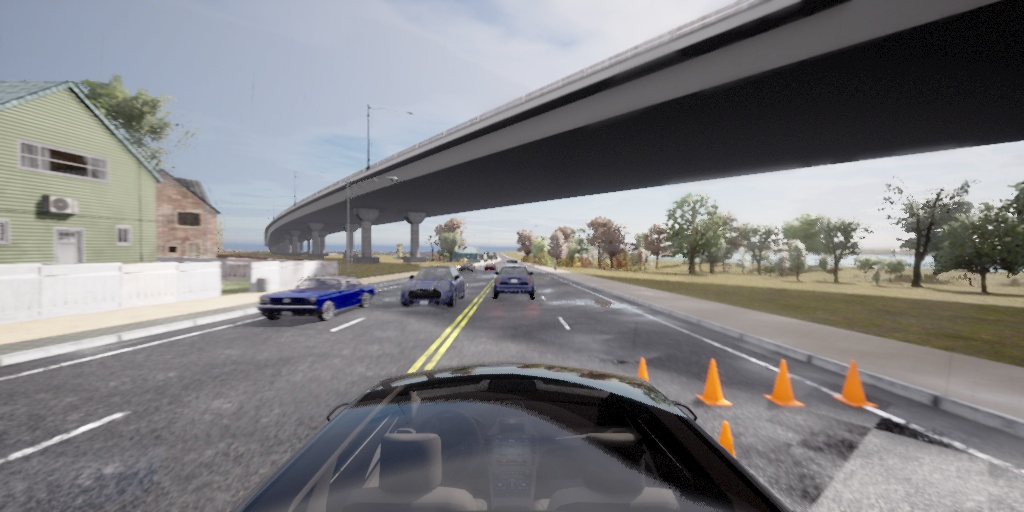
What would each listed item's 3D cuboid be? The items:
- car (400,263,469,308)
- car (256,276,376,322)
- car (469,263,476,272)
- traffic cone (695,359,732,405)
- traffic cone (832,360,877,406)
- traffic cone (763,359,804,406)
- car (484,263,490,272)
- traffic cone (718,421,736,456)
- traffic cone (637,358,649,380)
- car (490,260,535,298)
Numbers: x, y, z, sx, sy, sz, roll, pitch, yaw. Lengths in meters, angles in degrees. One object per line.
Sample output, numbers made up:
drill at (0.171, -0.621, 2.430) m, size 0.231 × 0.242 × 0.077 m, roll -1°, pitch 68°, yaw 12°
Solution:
car at (-3.343, 1.204, 15.915) m, size 2.097 × 1.767 × 4.553 m, roll 1°, pitch -1°, yaw 0°
car at (-6.597, 1.394, 12.706) m, size 1.895 × 1.301 × 4.718 m, roll 1°, pitch -1°, yaw 0°
car at (-6.677, 1.741, 55.066) m, size 2.033 × 1.411 × 5.357 m, roll 0°, pitch -1°, yaw 0°
traffic cone at (2.863, 1.763, 5.111) m, size 0.340 × 0.580 × 0.340 m, roll 0°, pitch 0°, yaw 0°
traffic cone at (4.861, 1.780, 5.103) m, size 0.340 × 0.580 × 0.340 m, roll 0°, pitch 0°, yaw 0°
traffic cone at (3.861, 1.771, 5.107) m, size 0.340 × 0.580 × 0.340 m, roll 0°, pitch 0°, yaw 0°
car at (-3.441, 1.843, 57.123) m, size 1.895 × 1.301 × 4.718 m, roll 0°, pitch -1°, yaw 0°
traffic cone at (1.854, 1.735, 3.116) m, size 0.340 × 0.580 × 0.340 m, roll 0°, pitch 0°, yaw 0°
traffic cone at (1.862, 1.754, 5.115) m, size 0.340 × 0.580 × 0.340 m, roll 0°, pitch 0°, yaw 0°
car at (0.106, 1.272, 19.856) m, size 2.097 × 1.767 × 4.553 m, roll 1°, pitch 0°, yaw 0°
